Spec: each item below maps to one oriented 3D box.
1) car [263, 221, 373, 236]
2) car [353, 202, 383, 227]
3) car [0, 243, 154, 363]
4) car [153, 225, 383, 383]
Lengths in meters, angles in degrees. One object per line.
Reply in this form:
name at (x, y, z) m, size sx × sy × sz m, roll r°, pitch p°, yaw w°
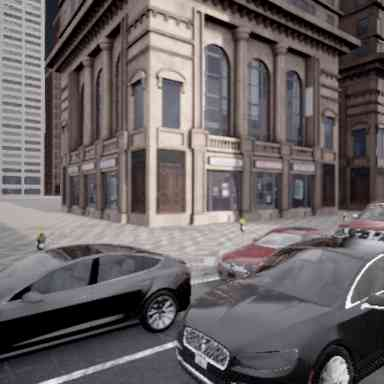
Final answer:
car at (2.570, 1.575, 8.481) m, size 4.206 × 1.307 × 1.802 m, roll 0°, pitch 0°, yaw -36°
car at (7.129, 1.303, 11.735) m, size 5.009 × 1.841 × 2.192 m, roll 0°, pitch 0°, yaw -36°
car at (-1.989, 1.564, 5.225) m, size 4.313 × 1.339 × 1.947 m, roll 0°, pitch 0°, yaw -36°
car at (2.067, 1.500, 4.854) m, size 4.892 × 1.490 × 1.837 m, roll 0°, pitch 0°, yaw -36°
